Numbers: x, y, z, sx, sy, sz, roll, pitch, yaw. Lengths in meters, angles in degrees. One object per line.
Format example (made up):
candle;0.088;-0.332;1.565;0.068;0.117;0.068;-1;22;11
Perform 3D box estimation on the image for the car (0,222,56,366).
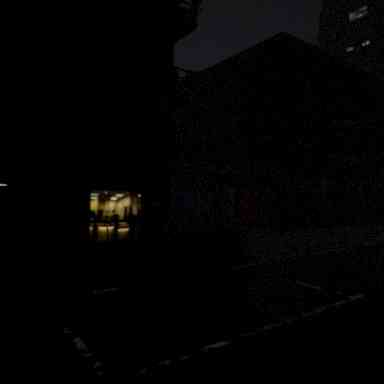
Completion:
car;-3.987;1.310;3.219;5.009;1.841;2.192;0;2;-35
